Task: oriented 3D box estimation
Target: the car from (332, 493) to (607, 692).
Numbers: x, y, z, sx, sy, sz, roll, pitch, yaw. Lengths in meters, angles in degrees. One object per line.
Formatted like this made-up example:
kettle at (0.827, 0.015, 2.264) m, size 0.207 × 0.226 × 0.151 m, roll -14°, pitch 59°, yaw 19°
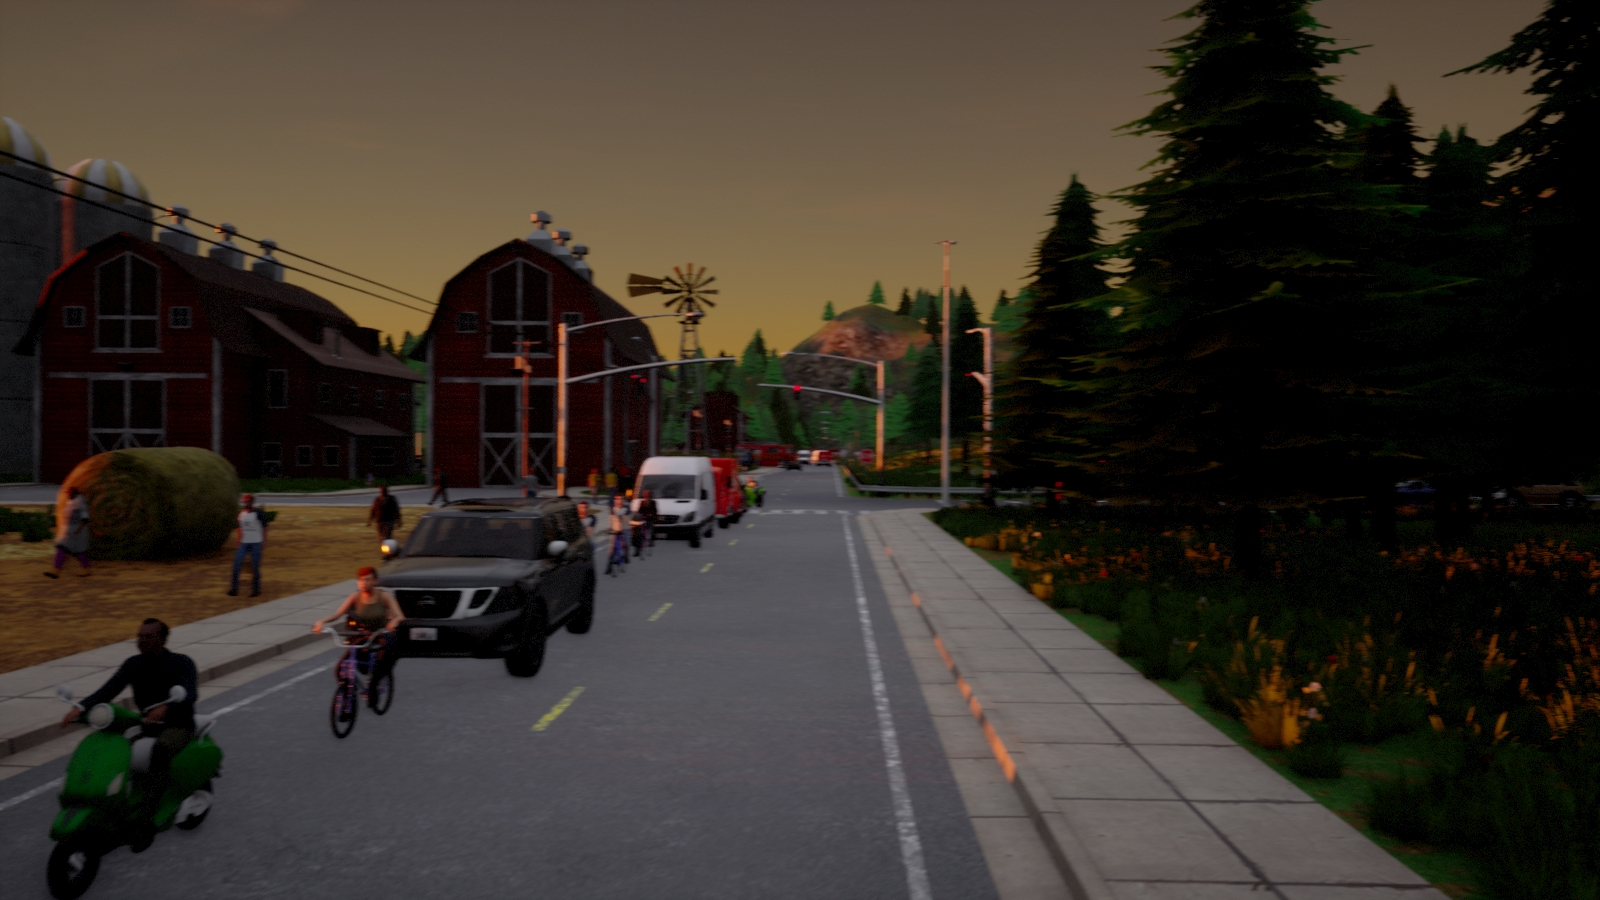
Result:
car at (-4.249, 1.734, 15.845) m, size 2.150 × 2.045 × 5.566 m, roll 0°, pitch 0°, yaw 0°

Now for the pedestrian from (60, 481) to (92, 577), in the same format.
pedestrian at (-14.341, 1.558, 22.632) m, size 0.375 × 1.860 × 0.375 m, roll 0°, pitch 0°, yaw 18°

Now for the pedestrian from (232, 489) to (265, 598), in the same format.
pedestrian at (-9.526, 1.605, 19.738) m, size 0.375 × 1.860 × 0.375 m, roll 0°, pitch 0°, yaw 4°

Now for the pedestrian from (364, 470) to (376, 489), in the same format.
pedestrian at (-24.950, 1.712, 66.302) m, size 0.500 × 1.100 × 0.500 m, roll 0°, pitch 0°, yaw 12°

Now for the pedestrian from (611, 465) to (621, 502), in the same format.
pedestrian at (-9.462, 1.711, 58.815) m, size 0.375 × 1.860 × 0.375 m, roll 0°, pitch 0°, yaw 17°

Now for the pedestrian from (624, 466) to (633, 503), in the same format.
pedestrian at (-8.627, 1.718, 57.525) m, size 0.375 × 1.860 × 0.375 m, roll 0°, pitch 0°, yaw 2°

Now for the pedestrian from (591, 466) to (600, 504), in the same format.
pedestrian at (-9.986, 1.710, 55.832) m, size 0.375 × 1.860 × 0.375 m, roll 0°, pitch 0°, yaw 1°

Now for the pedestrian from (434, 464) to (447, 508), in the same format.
pedestrian at (-15.429, 1.529, 49.060) m, size 0.375 × 1.860 × 0.375 m, roll 0°, pitch 0°, yaw 21°

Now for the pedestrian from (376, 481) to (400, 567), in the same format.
pedestrian at (-8.994, 1.608, 24.945) m, size 0.375 × 1.860 × 0.375 m, roll 0°, pitch 0°, yaw 5°

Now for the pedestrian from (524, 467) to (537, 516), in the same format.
pedestrian at (-10.280, 1.571, 43.627) m, size 0.375 × 1.860 × 0.375 m, roll 0°, pitch 0°, yaw 1°

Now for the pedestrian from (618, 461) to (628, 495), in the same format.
pedestrian at (-9.840, 1.554, 63.537) m, size 0.375 × 1.860 × 0.375 m, roll 0°, pitch 0°, yaw 45°

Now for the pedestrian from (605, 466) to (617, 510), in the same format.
pedestrian at (-8.027, 1.601, 48.506) m, size 0.375 × 1.860 × 0.375 m, roll 0°, pitch 0°, yaw 26°

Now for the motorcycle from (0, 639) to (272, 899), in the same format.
motorcycle at (-4.463, 2.100, 7.776) m, size 0.856 × 1.316 × 1.805 m, roll 0°, pitch 0°, yaw 2°

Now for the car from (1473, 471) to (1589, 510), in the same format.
car at (37.040, 2.038, 57.973) m, size 4.605 × 1.855 × 1.932 m, roll 0°, pitch 0°, yaw 1°

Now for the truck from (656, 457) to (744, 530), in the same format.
truck at (-3.555, 1.509, 41.857) m, size 2.627 × 2.467 × 5.204 m, roll 0°, pitch 0°, yaw 1°

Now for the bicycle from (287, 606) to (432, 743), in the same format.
bicycle at (-4.378, 2.212, 11.478) m, size 0.859 × 1.080 × 1.487 m, roll 0°, pitch 0°, yaw 1°

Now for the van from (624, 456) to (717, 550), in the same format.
van at (-3.796, 1.478, 34.548) m, size 1.988 × 2.561 × 5.915 m, roll 0°, pitch 0°, yaw 1°
